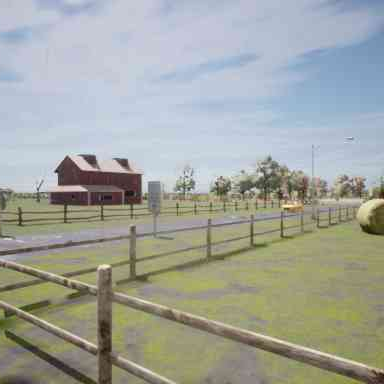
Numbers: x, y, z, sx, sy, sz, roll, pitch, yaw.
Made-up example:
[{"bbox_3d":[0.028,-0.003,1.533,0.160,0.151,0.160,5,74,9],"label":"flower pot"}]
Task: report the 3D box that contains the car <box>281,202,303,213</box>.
[{"bbox_3d":[14.863,2.214,49.300,1.882,1.535,5.008,-1,-1,36],"label":"car"}]
